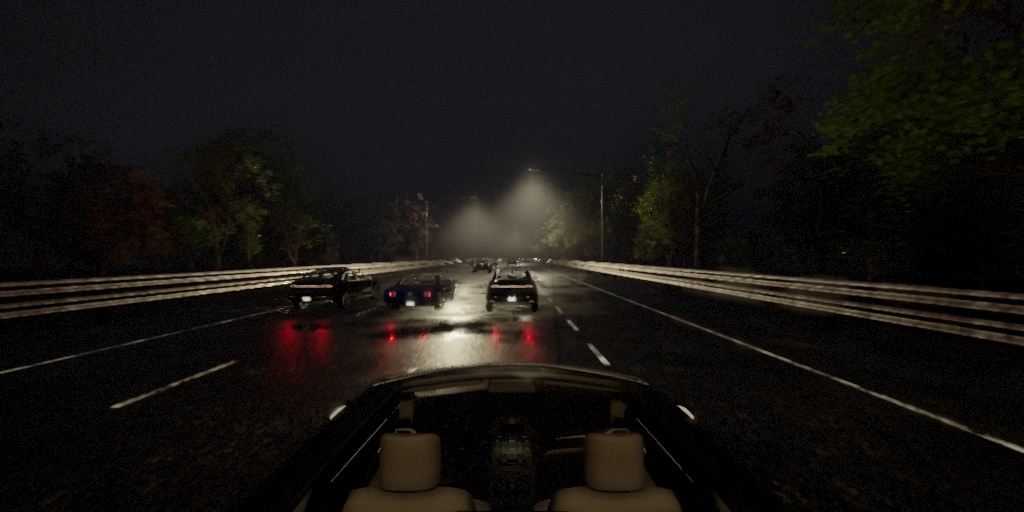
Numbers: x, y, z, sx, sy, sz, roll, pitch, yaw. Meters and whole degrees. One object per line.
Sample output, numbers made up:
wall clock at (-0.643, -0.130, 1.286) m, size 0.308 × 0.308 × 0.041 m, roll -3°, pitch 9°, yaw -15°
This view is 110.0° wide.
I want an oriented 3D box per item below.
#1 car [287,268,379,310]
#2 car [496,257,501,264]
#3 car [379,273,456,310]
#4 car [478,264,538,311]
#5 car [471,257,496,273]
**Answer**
car at (-7.000, 1.246, 14.642) m, size 2.128 × 1.511 × 4.902 m, roll 0°, pitch 0°, yaw 0°
car at (-3.494, 1.289, 62.286) m, size 2.128 × 1.511 × 4.902 m, roll 0°, pitch 0°, yaw 0°
car at (-3.498, 1.354, 14.596) m, size 1.895 × 1.301 × 4.718 m, roll 0°, pitch 0°, yaw 0°
car at (0.001, 1.243, 14.517) m, size 2.128 × 1.511 × 4.902 m, roll 0°, pitch 0°, yaw 0°
car at (-3.495, 1.130, 44.203) m, size 2.097 × 1.767 × 4.553 m, roll 0°, pitch 0°, yaw 0°
